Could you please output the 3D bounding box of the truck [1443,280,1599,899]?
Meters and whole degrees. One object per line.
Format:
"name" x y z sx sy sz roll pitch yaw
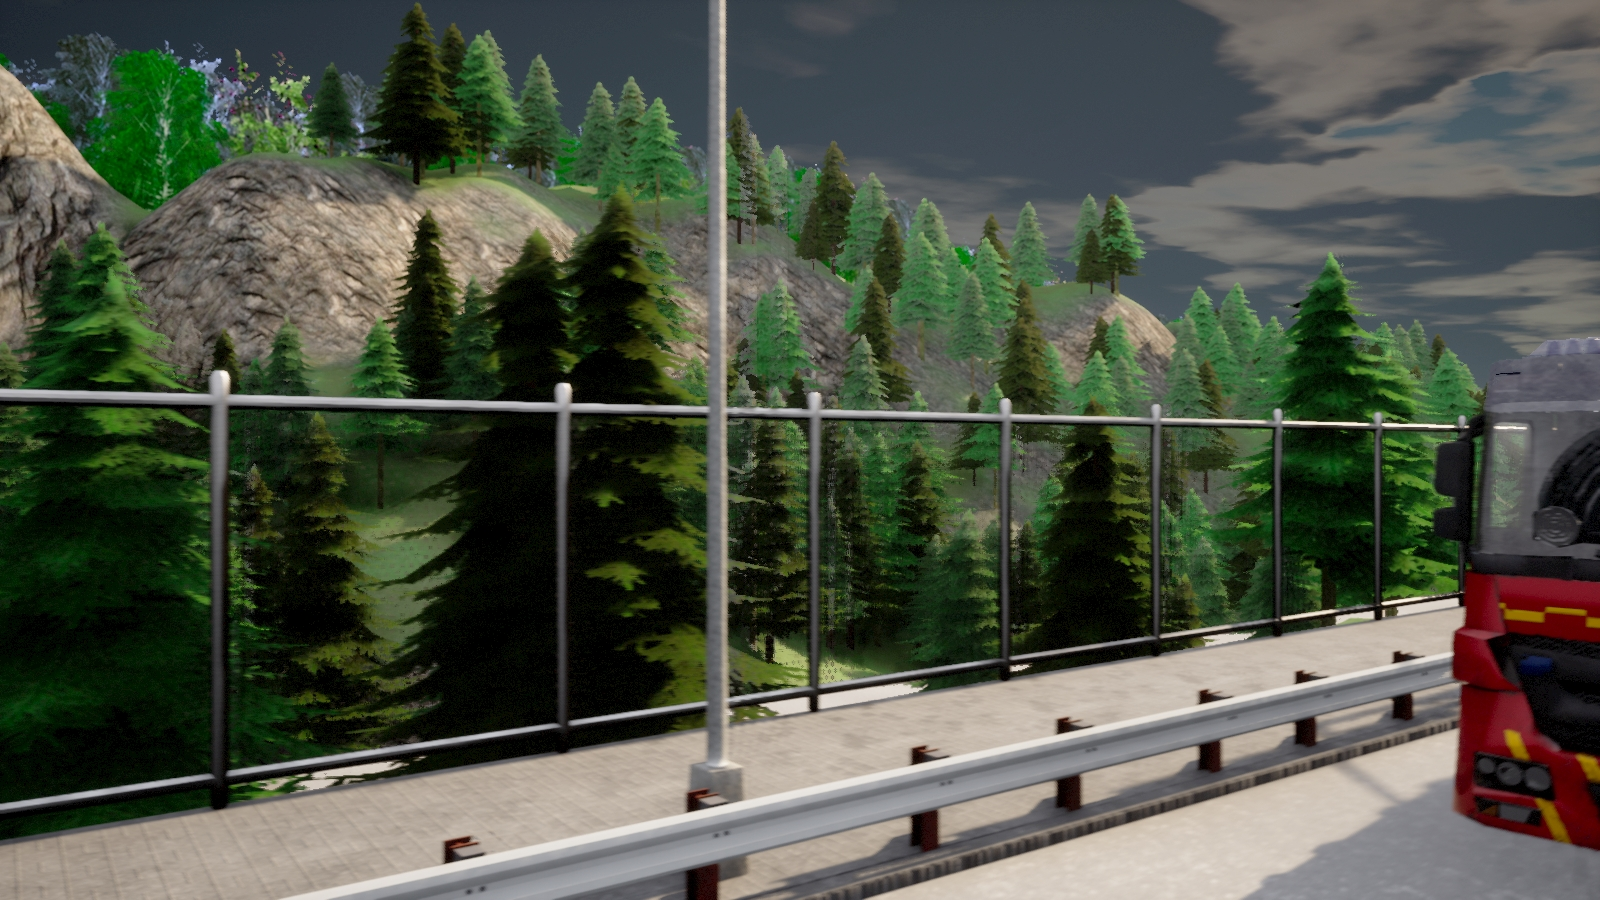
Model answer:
"truck" 8.282 0.892 9.327 8.468 3.827 2.891 0 0 -43
